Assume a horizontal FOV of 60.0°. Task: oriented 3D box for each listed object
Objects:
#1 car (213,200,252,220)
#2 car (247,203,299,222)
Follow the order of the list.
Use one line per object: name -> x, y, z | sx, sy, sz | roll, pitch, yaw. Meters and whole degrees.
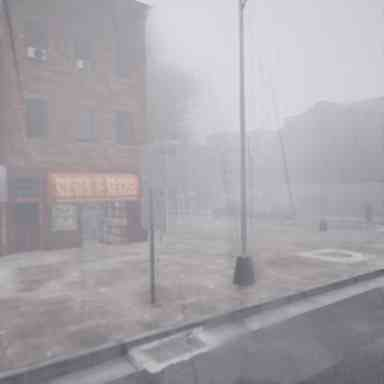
car -> 4.300, 1.822, 34.489 | 2.192, 1.841, 5.009 | -3, 0, -36
car -> 7.528, 1.922, 29.988 | 2.008, 1.369, 4.403 | -3, 0, -36
